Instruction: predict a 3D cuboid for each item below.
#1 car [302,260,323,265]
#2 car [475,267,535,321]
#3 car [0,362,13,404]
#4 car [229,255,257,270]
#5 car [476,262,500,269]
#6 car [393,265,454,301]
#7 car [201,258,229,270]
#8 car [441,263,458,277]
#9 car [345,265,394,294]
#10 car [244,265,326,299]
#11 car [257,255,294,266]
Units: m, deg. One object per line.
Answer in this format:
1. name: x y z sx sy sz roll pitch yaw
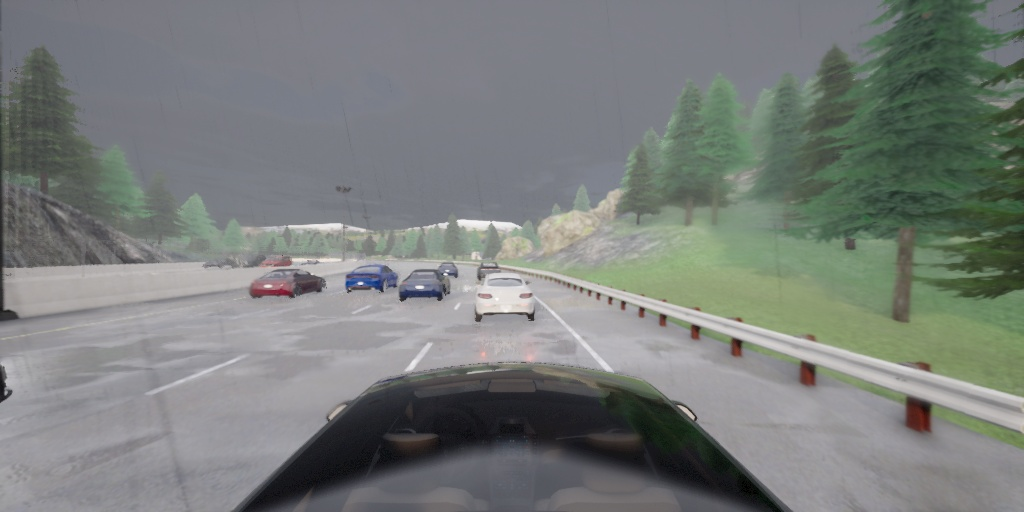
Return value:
1. car: -26.896 1.328 48.262 2.128 1.511 4.902 0 0 -14
2. car: -0.286 1.275 12.327 1.812 1.442 4.674 0 0 -3
3. car: -6.983 1.255 2.237 2.128 1.511 4.902 0 0 0
4. car: -33.676 0.844 46.516 2.150 2.045 5.566 0 0 -14
5. car: -1.972 1.243 29.919 2.128 1.511 4.902 0 0 -8
6. car: -4.147 1.321 17.521 1.994 1.385 4.181 0 0 -4
7. car: -37.077 0.975 45.687 2.033 1.411 5.357 0 0 -14
8. car: -6.246 1.323 34.813 1.994 1.385 4.181 0 0 -9
9. car: -7.929 1.242 20.712 1.882 1.535 5.008 0 0 -5
10. car: -11.234 1.335 18.265 1.994 1.385 4.181 0 0 -5
11. car: -29.987 1.032 46.058 2.150 2.045 5.566 0 0 -13
